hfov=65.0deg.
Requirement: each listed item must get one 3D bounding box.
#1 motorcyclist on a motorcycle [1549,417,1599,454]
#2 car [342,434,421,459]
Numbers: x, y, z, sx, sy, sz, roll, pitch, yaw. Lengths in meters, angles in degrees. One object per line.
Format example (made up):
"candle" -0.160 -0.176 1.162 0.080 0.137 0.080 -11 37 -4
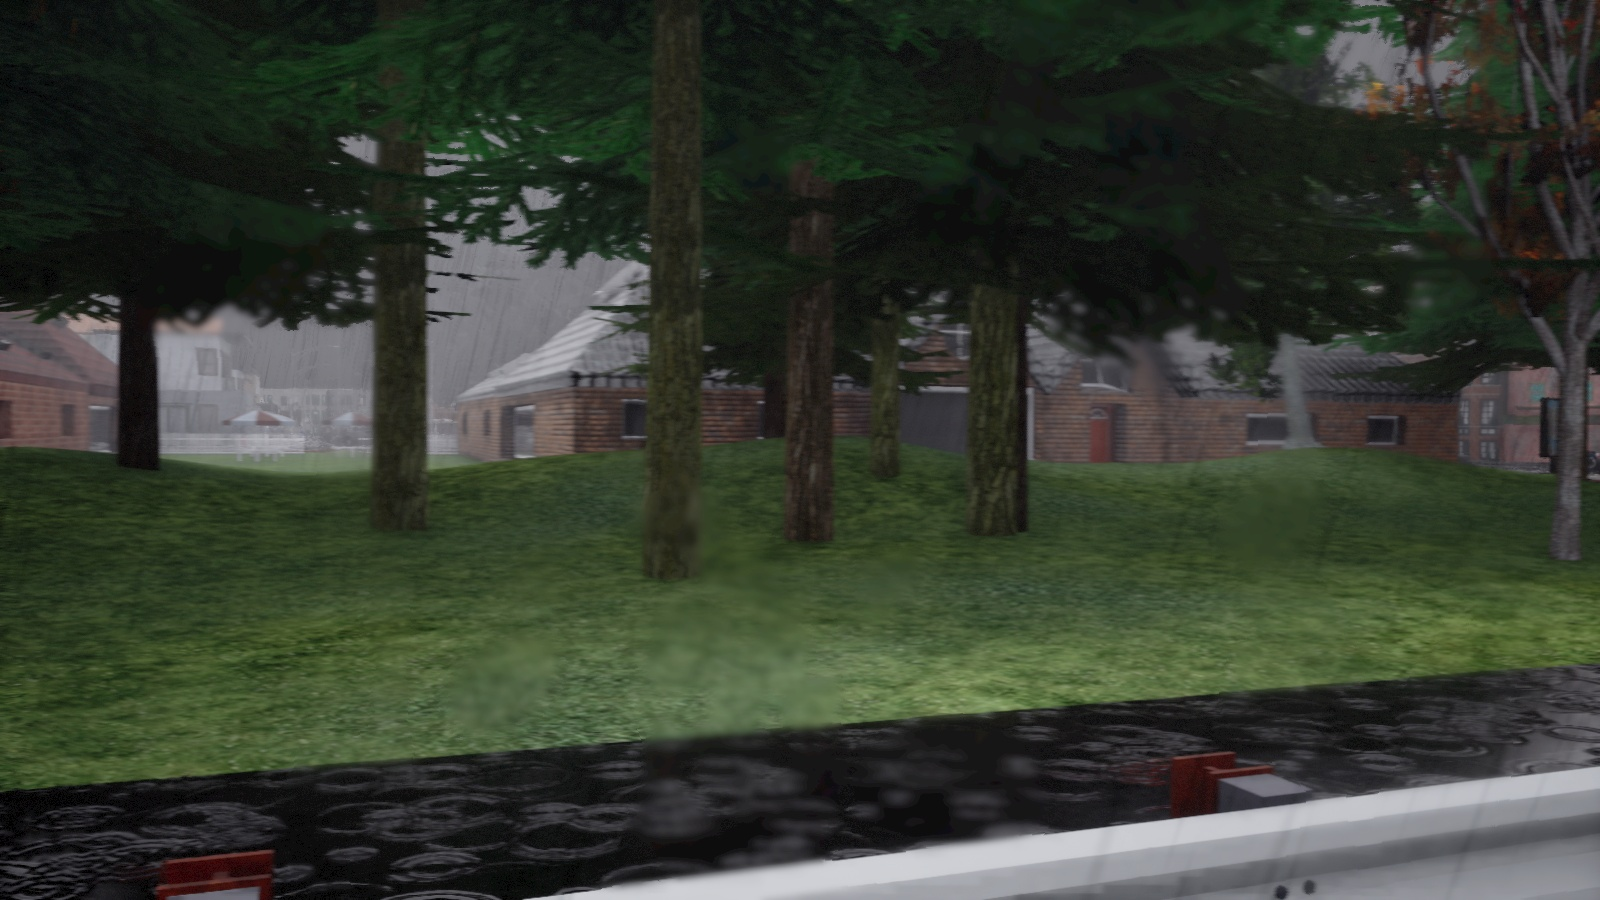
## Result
"motorcyclist on a motorcycle" 35.668 -0.678 57.513 0.766 1.649 2.350 -1 1 -20
"car" -25.663 -0.220 76.911 4.902 1.511 2.128 0 1 36
